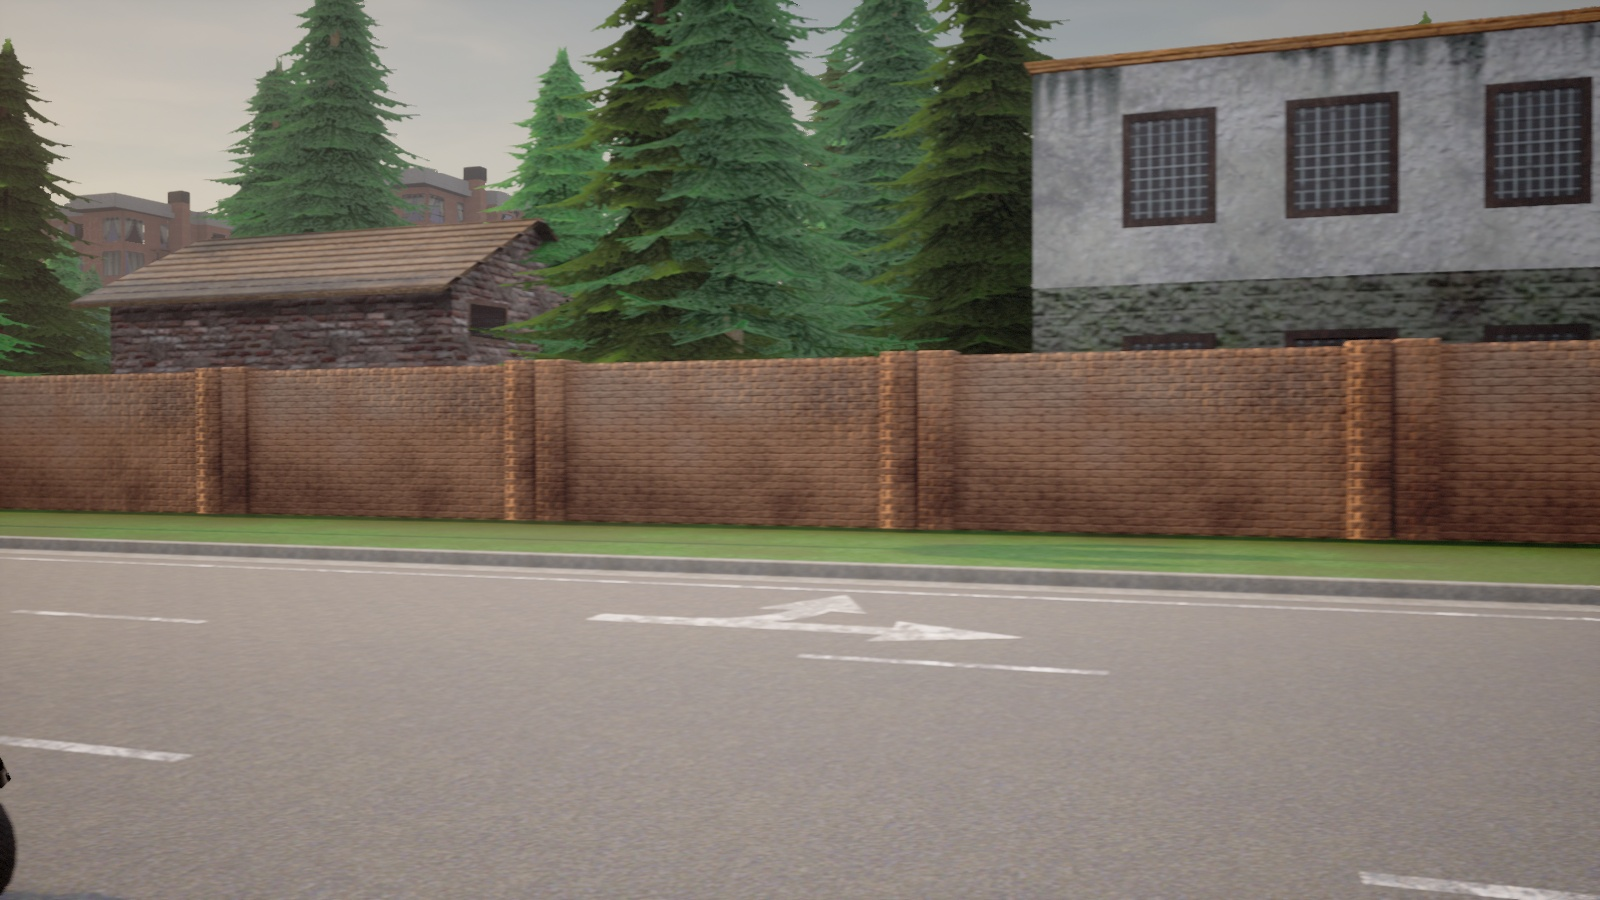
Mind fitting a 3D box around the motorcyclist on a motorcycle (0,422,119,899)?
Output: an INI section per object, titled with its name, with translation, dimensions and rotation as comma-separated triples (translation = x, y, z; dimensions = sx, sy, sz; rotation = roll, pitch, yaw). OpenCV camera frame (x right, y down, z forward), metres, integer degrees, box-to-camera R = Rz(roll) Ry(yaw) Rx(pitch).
[motorcyclist on a motorcycle]
translation = -3.426, 0.698, 4.345
dimensions = 1.817, 1.590, 0.866
rotation = 1, 1, 19
